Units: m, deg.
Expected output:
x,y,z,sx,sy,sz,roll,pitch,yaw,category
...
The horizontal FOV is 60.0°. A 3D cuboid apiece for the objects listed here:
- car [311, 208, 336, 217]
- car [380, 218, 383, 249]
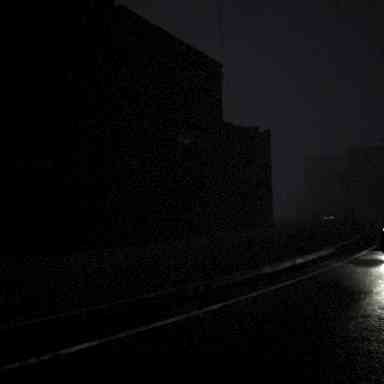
x,y,z,sx,sy,sz,roll,pitch,yaw,category
21.263,3.322,54.029,2.033,1.411,5.357,-2,-3,-4,car
9.531,1.481,14.335,2.097,1.767,4.553,-1,-2,36,car
